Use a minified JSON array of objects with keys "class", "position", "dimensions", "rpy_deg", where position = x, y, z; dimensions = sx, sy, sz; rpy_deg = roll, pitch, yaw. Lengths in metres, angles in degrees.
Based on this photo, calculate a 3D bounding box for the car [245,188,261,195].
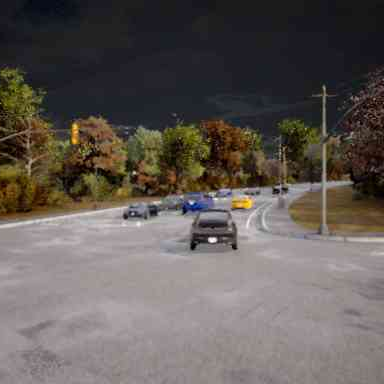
[{"class":"car","position":[10.399,-0.080,56.969],"dimensions":[1.994,1.385,4.181],"rpy_deg":[0,4,29]}]

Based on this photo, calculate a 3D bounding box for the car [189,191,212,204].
[{"class":"car","position":[1.244,0.748,45.495],"dimensions":[1.812,1.442,4.674],"rpy_deg":[0,3,19]}]

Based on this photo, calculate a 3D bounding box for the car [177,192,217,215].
[{"class":"car","position":[0.624,1.010,31.650],"dimensions":[2.150,2.045,5.566],"rpy_deg":[0,2,14]}]

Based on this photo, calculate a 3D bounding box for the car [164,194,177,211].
[{"class":"car","position":[-1.949,1.023,35.979],"dimensions":[2.097,1.767,4.553],"rpy_deg":[0,2,17]}]

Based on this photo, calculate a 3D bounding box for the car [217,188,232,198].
[{"class":"car","position":[5.326,0.135,54.851],"dimensions":[1.812,1.442,4.674],"rpy_deg":[0,4,24]}]

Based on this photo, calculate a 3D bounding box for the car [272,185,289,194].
[{"class":"car","position":[15.809,-0.460,59.282],"dimensions":[1.882,1.535,5.008],"rpy_deg":[0,4,31]}]

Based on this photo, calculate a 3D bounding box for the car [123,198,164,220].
[{"class":"car","position":[-4.114,1.464,27.451],"dimensions":[1.994,1.385,4.181],"rpy_deg":[0,1,13]}]

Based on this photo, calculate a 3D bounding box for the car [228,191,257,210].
[{"class":"car","position":[5.523,1.079,35.933],"dimensions":[1.882,1.535,5.008],"rpy_deg":[0,2,17]}]

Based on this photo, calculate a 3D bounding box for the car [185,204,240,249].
[{"class":"car","position":[1.009,1.493,14.514],"dimensions":[1.837,1.490,4.892],"rpy_deg":[0,0,6]}]
